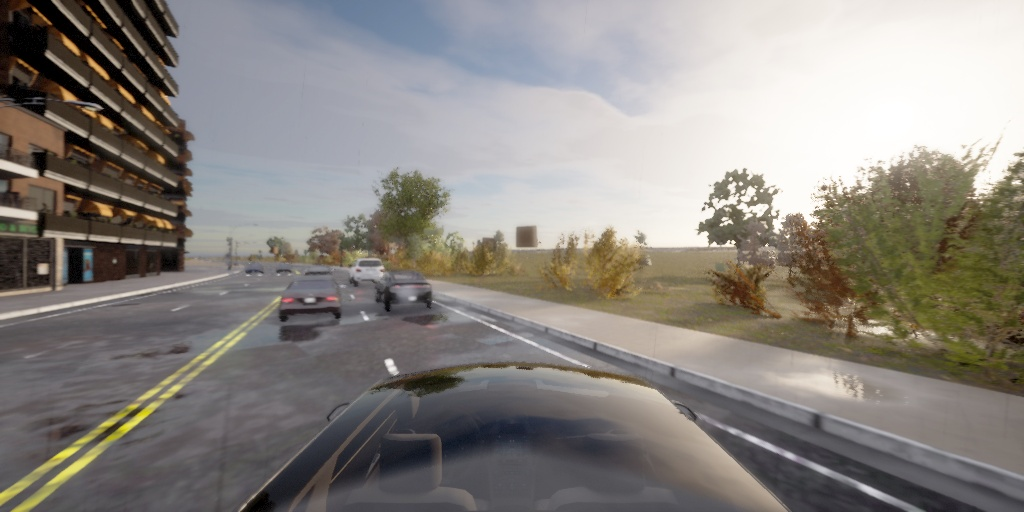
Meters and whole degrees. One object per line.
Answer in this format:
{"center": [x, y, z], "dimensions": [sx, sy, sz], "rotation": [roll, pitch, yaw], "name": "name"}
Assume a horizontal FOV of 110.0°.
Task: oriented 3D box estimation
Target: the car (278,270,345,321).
{"center": [-7.225, 1.408, 13.116], "dimensions": [2.033, 1.411, 5.357], "rotation": [0, -1, -26], "name": "car"}

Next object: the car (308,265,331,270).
{"center": [-15.021, 1.475, 27.980], "dimensions": [1.882, 1.535, 5.008], "rotation": [0, 0, -28], "name": "car"}

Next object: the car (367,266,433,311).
{"center": [-4.763, 1.378, 15.456], "dimensions": [2.128, 1.511, 4.902], "rotation": [0, 0, -27], "name": "car"}

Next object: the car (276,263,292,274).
{"center": [-31.214, 1.730, 49.239], "dimensions": [2.033, 1.411, 5.357], "rotation": [0, -1, -31], "name": "car"}

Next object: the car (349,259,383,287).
{"center": [-11.363, 1.226, 28.051], "dimensions": [2.150, 2.045, 5.566], "rotation": [0, 0, -28], "name": "car"}

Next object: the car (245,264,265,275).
{"center": [-33.910, 1.711, 47.420], "dimensions": [2.033, 1.411, 5.357], "rotation": [0, -1, -31], "name": "car"}
